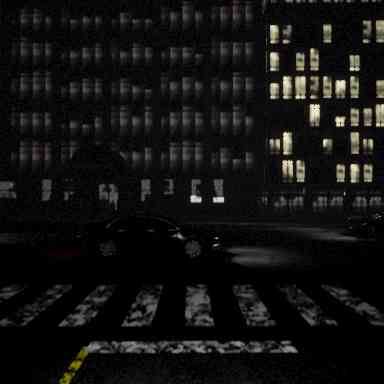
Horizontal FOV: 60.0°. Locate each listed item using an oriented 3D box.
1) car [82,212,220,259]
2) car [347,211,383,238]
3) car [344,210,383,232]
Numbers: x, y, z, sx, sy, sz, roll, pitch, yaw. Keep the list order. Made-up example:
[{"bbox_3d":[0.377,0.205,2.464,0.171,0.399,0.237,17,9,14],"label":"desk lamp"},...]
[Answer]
[{"bbox_3d":[-1.424,1.514,12.015,4.892,1.490,1.837,0,0,1],"label":"car"},{"bbox_3d":[11.211,1.759,18.592,4.674,1.442,1.812,1,-1,0],"label":"car"},{"bbox_3d":[12.816,1.894,21.840,4.718,1.301,1.895,1,-1,1],"label":"car"}]
